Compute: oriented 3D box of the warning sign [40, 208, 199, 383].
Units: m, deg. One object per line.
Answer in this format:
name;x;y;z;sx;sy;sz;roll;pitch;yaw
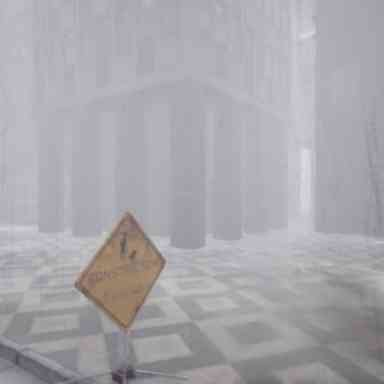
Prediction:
warning sign;-0.732;1.136;3.603;1.060;1.860;1.300;0;-1;35
